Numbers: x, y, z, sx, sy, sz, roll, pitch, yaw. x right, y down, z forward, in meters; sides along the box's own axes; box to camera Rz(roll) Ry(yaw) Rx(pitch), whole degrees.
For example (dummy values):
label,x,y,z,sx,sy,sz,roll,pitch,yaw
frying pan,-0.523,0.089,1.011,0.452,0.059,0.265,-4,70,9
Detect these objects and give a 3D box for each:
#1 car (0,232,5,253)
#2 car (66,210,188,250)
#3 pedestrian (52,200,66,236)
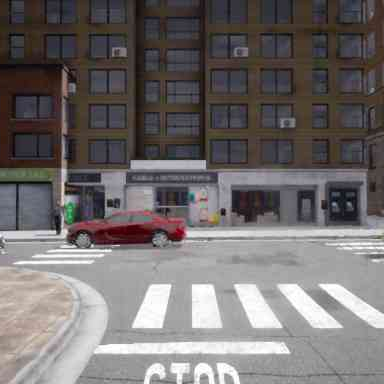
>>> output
label,x,y,z,sx,sy,sz,roll,pitch,yaw
car,-8.842,1.411,11.158,4.553,1.767,2.097,-1,-1,0
car,-2.697,1.530,14.083,5.008,1.535,1.882,-1,-1,0
pedestrian,-6.833,1.292,17.014,0.375,1.860,0.375,0,-1,0
